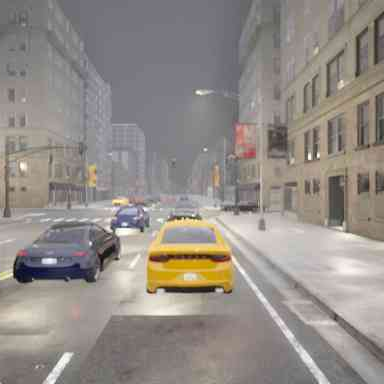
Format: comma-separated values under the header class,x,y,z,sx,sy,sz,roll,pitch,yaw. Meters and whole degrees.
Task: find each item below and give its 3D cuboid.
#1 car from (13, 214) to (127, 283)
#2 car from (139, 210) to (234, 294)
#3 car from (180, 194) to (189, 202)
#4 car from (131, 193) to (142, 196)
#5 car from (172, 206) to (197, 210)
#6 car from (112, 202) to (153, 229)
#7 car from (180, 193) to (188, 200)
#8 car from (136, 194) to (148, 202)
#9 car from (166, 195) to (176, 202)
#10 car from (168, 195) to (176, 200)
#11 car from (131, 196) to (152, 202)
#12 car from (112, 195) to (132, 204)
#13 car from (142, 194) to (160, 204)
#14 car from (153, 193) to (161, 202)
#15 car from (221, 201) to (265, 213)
class,x,y,z,sx,sy,sz,roll,pitch,yaw
car,-3.355,1.570,9.697,1.994,1.385,4.181,0,0,-2
car,-0.081,1.483,8.867,1.882,1.535,5.008,0,0,-1
car,-1.889,1.412,80.904,2.097,1.767,4.553,0,0,-1
car,-11.315,1.278,66.636,2.150,2.045,5.566,0,0,-1
car,-0.406,1.517,18.347,1.837,1.490,4.892,0,0,-1
car,-3.590,1.539,19.737,1.812,1.442,4.674,0,0,-1
car,-2.127,1.288,90.904,2.097,1.767,4.553,0,0,-1
car,-11.551,1.411,77.047,2.097,1.767,4.553,0,0,-1
car,-5.138,1.412,80.827,2.097,1.767,4.553,0,0,-1
car,-5.377,1.473,90.857,2.033,1.411,5.357,0,0,-1
car,-7.782,1.643,51.353,1.895,1.301,4.718,0,0,-1
car,-11.035,1.520,51.383,1.882,1.535,5.008,0,0,-1
car,-8.045,1.600,65.804,2.033,1.411,5.357,0,0,-1
car,-8.284,1.283,76.387,2.150,2.045,5.566,0,0,-1
car,5.553,1.660,36.770,4.718,1.301,1.895,0,0,-5
